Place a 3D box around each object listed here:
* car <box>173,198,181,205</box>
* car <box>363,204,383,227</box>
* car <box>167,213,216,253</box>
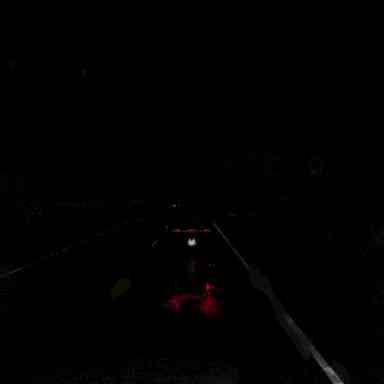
[{"bbox_3d":[-3.531,2.276,80.049,2.128,1.511,4.902,0,-1,0],"label":"car"},{"bbox_3d":[13.877,1.605,22.908,3.633,1.501,1.845,0,-1,0],"label":"car"},{"bbox_3d":[-0.001,1.628,14.304,2.128,1.511,4.902,0,0,0],"label":"car"}]
